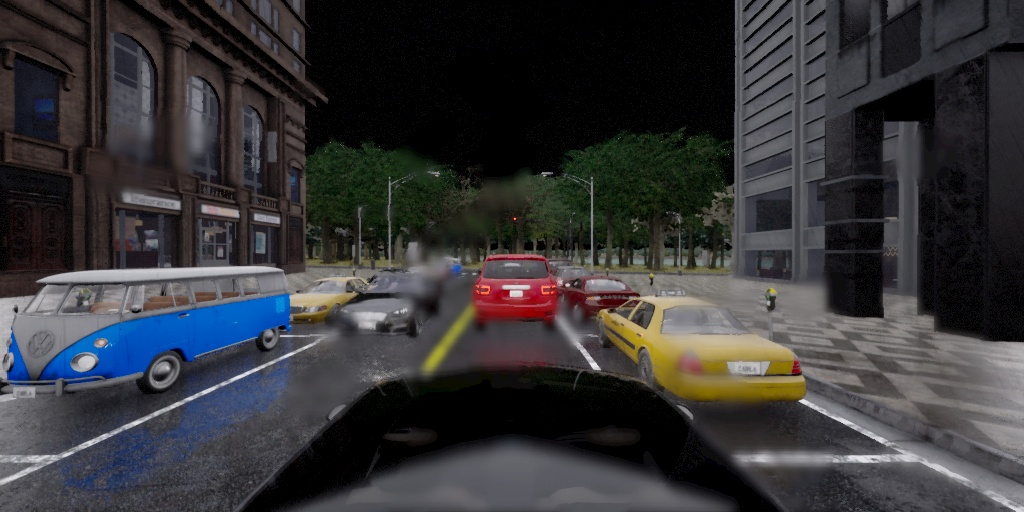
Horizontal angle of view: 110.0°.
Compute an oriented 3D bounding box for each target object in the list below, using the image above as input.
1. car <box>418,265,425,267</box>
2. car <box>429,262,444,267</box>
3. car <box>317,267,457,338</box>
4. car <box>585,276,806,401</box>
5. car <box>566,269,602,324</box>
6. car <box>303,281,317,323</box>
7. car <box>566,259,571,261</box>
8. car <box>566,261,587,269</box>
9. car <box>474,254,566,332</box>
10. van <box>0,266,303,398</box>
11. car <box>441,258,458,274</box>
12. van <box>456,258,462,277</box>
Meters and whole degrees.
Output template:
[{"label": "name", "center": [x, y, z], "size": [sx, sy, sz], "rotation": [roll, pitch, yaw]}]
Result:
[{"label": "car", "center": [-5.757, 1.317, 17.211], "size": [1.948, 1.339, 4.313], "rotation": [0, 0, 0]}, {"label": "car", "center": [-5.755, 1.277, 22.479], "size": [1.751, 1.417, 4.829], "rotation": [0, 0, 0]}, {"label": "car", "center": [-3.095, 1.242, 10.182], "size": [2.128, 1.511, 4.902], "rotation": [0, 0, 0]}, {"label": "car", "center": [2.764, 1.275, 6.503], "size": [1.751, 1.417, 4.829], "rotation": [0, 0, 0]}, {"label": "car", "center": [2.766, 1.295, 11.771], "size": [1.888, 1.381, 4.507], "rotation": [0, 0, 0]}, {"label": "car", "center": [-5.759, 1.276, 11.604], "size": [1.751, 1.417, 4.829], "rotation": [0, 0, 0]}, {"label": "car", "center": [2.770, 1.066, 22.646], "size": [2.192, 1.841, 5.009], "rotation": [0, 0, 0]}, {"label": "car", "center": [2.768, 1.191, 17.208], "size": [1.967, 1.591, 4.097], "rotation": [0, 0, 0]}, {"label": "car", "center": [0.106, 0.972, 11.029], "size": [2.150, 2.045, 5.566], "rotation": [0, 0, 0]}, {"label": "van", "center": [-5.761, 1.091, 6.336], "size": [1.690, 1.789, 3.998], "rotation": [0, 0, 0]}, {"label": "car", "center": [-5.753, 1.193, 28.086], "size": [1.967, 1.591, 4.097], "rotation": [0, 0, 0]}, {"label": "van", "center": [-5.751, 1.095, 33.524], "size": [1.690, 1.789, 3.998], "rotation": [0, 0, 0]}]
